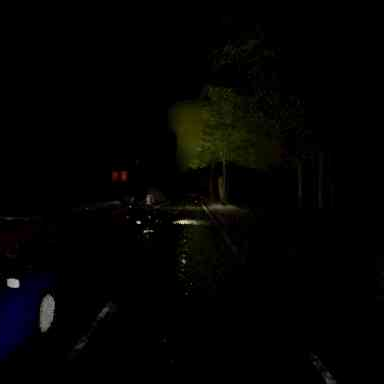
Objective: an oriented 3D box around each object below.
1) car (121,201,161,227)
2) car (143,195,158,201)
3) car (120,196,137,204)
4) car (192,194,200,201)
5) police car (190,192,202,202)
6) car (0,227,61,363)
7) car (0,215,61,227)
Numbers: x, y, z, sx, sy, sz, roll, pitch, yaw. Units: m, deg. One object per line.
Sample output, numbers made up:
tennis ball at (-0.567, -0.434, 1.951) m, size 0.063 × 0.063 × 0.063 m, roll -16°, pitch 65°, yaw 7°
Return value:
car at (-3.134, 1.504, 21.817) m, size 1.895 × 1.301 × 4.718 m, roll 0°, pitch 0°, yaw 0°
car at (-6.534, 1.309, 52.598) m, size 2.128 × 1.511 × 4.902 m, roll 0°, pitch 0°, yaw 0°
car at (-9.784, 1.366, 51.958) m, size 2.033 × 1.411 × 5.357 m, roll 0°, pitch 0°, yaw 0°
car at (1.034, 1.297, 79.935) m, size 1.837 × 1.490 × 4.892 m, roll 0°, pitch 0°, yaw 0°
police car at (1.027, 1.220, 70.044) m, size 1.930 × 1.638 × 5.238 m, roll 0°, pitch 0°, yaw 0°
car at (-3.146, 1.459, 3.480) m, size 1.882 × 1.535 × 5.008 m, roll 0°, pitch 0°, yaw 0°
car at (-6.591, 1.541, 12.139) m, size 1.895 × 1.301 × 4.718 m, roll 0°, pitch 0°, yaw 0°
